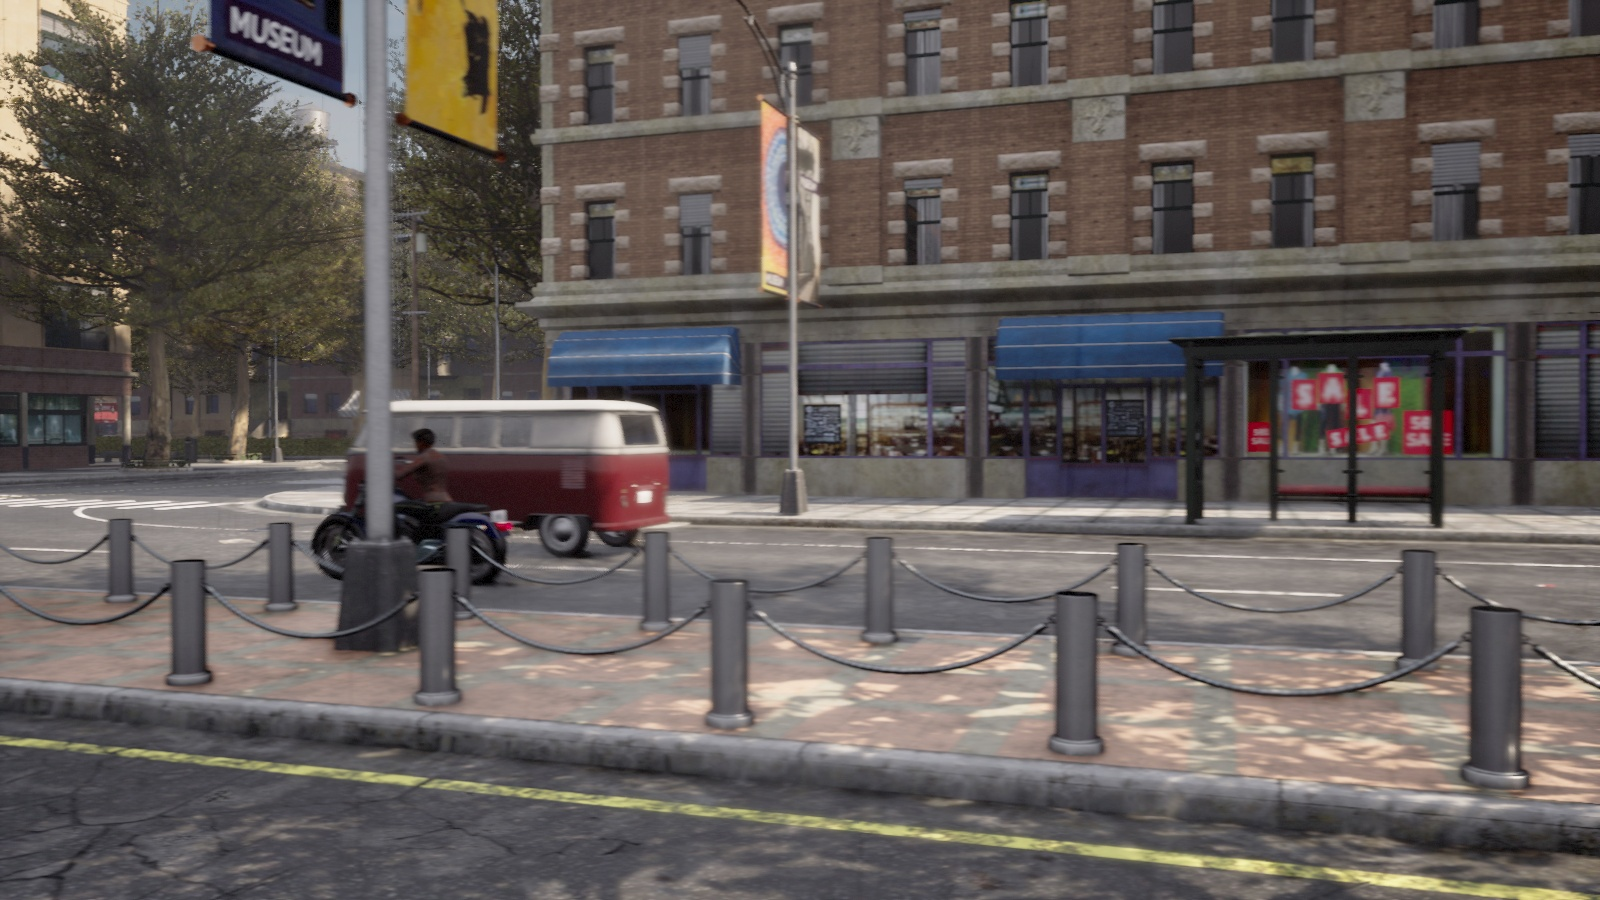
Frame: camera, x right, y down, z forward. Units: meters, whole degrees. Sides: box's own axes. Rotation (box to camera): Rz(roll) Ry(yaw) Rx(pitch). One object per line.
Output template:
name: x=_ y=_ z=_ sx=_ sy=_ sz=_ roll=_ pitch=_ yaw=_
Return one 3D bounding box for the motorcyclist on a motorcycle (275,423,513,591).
motorcyclist on a motorcycle: x=-4.217 y=0.552 z=13.051 sx=2.350 sy=1.649 sz=0.766 roll=0 pitch=1 yaw=19

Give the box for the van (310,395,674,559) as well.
van: x=-4.075 y=0.297 z=16.693 sx=4.442 sy=1.987 sz=1.775 roll=1 pitch=1 yaw=19
